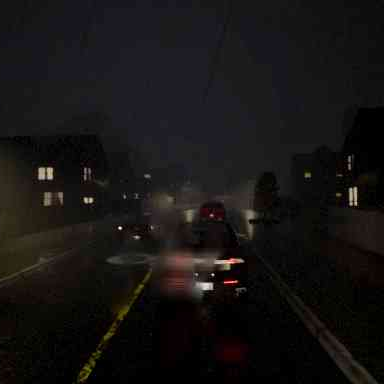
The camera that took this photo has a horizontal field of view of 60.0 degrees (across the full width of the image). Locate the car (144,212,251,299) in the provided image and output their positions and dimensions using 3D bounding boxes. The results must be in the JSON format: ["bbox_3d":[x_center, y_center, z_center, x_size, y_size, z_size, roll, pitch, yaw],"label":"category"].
[{"bbox_3d":[0.340,1.496,8.454,2.128,1.511,4.902,0,0,3],"label":"car"}]

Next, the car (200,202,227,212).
[{"bbox_3d":[1.644,1.478,25.552,1.882,1.535,5.008,0,0,6],"label":"car"}]

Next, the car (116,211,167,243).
[{"bbox_3d":[-2.188,1.614,16.258,1.895,1.301,4.718,0,0,4],"label":"car"}]
